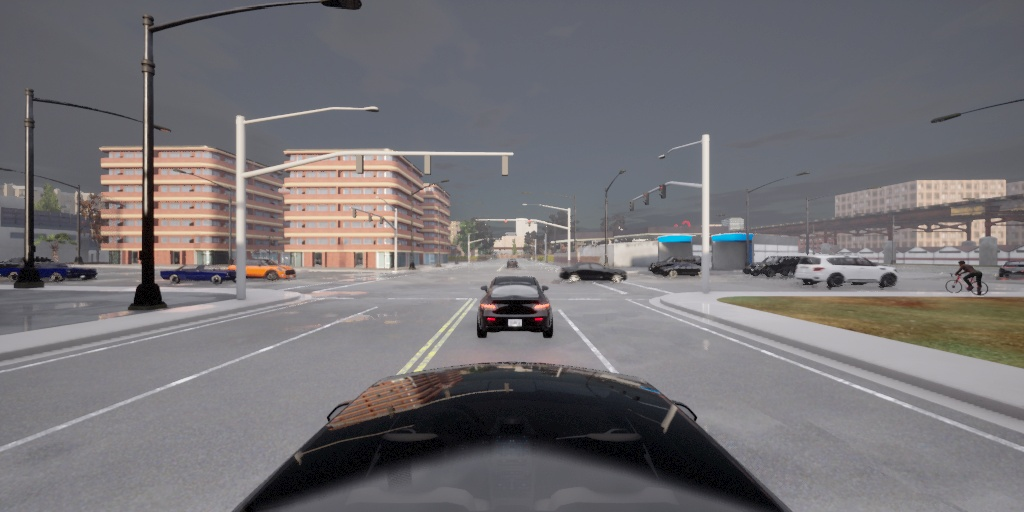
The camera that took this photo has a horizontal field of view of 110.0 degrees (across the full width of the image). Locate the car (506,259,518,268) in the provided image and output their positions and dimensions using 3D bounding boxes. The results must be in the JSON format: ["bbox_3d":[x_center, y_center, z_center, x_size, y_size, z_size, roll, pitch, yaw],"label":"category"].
[{"bbox_3d":[0.022,1.280,62.843,1.837,1.490,4.892,0,0,0],"label":"car"}]

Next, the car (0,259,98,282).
[{"bbox_3d":[-31.777,1.069,24.748,4.718,1.301,1.895,1,0,1],"label":"car"}]

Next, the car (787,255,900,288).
[{"bbox_3d":[21.543,0.980,23.189,5.566,2.045,2.150,0,0,-1],"label":"car"}]

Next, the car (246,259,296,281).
[{"bbox_3d":[-19.462,0.999,28.019,4.553,1.767,2.097,0,0,1],"label":"car"}]

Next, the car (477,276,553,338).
[{"bbox_3d":[0.075,1.279,10.069,1.812,1.442,4.674,0,0,0],"label":"car"}]

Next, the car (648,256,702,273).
[{"bbox_3d":[17.193,0.986,37.390,5.566,2.045,2.150,0,0,1],"label":"car"}]

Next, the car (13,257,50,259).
[{"bbox_3d":[-37.533,0.871,28.360,4.892,1.490,1.837,1,0,1],"label":"car"}]

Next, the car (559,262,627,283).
[{"bbox_3d":[6.040,1.226,26.947,5.008,1.535,1.882,0,0,2],"label":"car"}]

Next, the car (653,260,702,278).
[{"bbox_3d":[16.104,1.327,33.957,4.181,1.385,1.994,0,0,0],"label":"car"}]

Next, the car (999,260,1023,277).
[{"bbox_3d":[47.796,1.255,33.827,4.902,1.511,2.128,0,0,-30],"label":"car"}]

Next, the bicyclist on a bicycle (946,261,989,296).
[{"bbox_3d":[21.912,1.057,17.305,0.582,1.620,1.656,0,0,0],"label":"bicyclist on a bicycle"}]

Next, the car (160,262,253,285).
[{"bbox_3d":[-20.959,1.230,24.550,4.718,1.301,1.895,1,0,2],"label":"car"}]

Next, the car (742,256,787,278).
[{"bbox_3d":[25.457,0.985,34.086,5.566,2.045,2.150,0,0,-5],"label":"car"}]
